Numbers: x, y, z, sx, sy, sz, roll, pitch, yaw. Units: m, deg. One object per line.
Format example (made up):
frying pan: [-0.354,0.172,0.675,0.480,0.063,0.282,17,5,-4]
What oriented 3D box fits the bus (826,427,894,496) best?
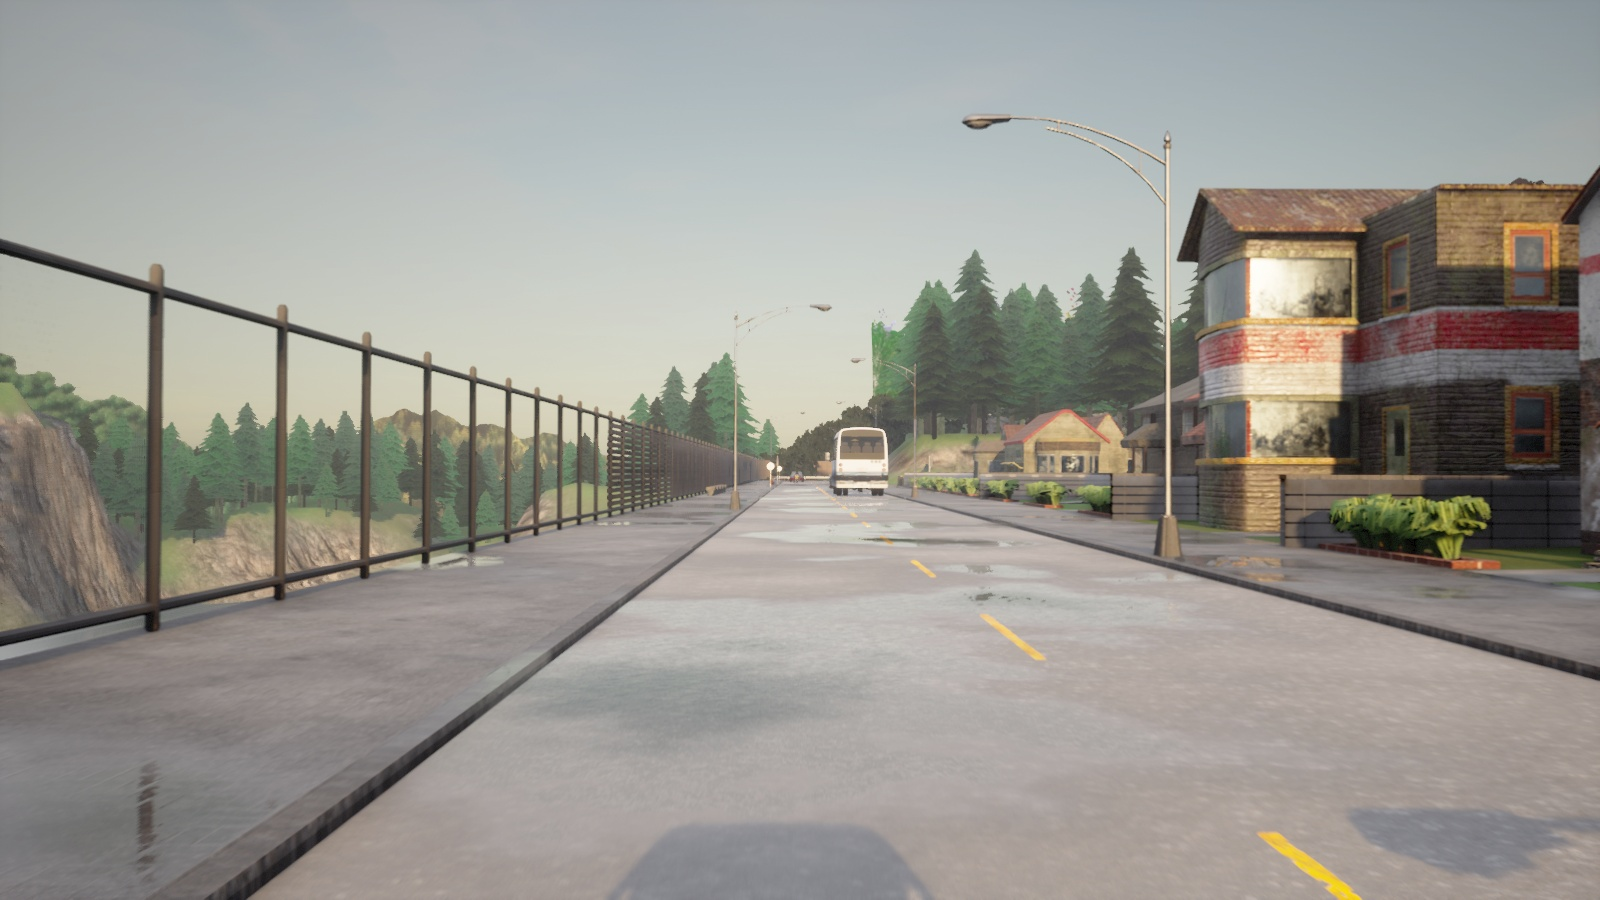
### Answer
bus: [3.795,0.802,82.360,3.944,4.253,10.273,0,-1,0]
